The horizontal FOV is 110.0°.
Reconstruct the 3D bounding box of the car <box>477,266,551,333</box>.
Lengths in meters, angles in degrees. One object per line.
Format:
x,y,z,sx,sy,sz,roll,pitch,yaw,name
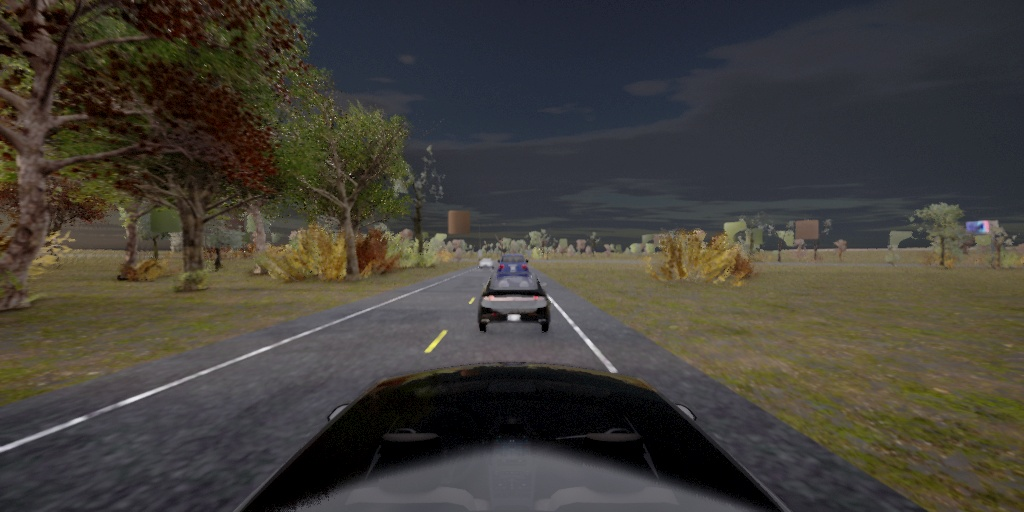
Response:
0.063,1.207,10.659,2.128,1.511,4.902,0,0,0,car

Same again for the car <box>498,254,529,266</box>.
0.083,0.877,27.247,2.150,2.045,5.566,0,0,0,car

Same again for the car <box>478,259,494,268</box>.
-3.546,1.085,50.221,1.812,1.442,4.674,0,0,0,car
